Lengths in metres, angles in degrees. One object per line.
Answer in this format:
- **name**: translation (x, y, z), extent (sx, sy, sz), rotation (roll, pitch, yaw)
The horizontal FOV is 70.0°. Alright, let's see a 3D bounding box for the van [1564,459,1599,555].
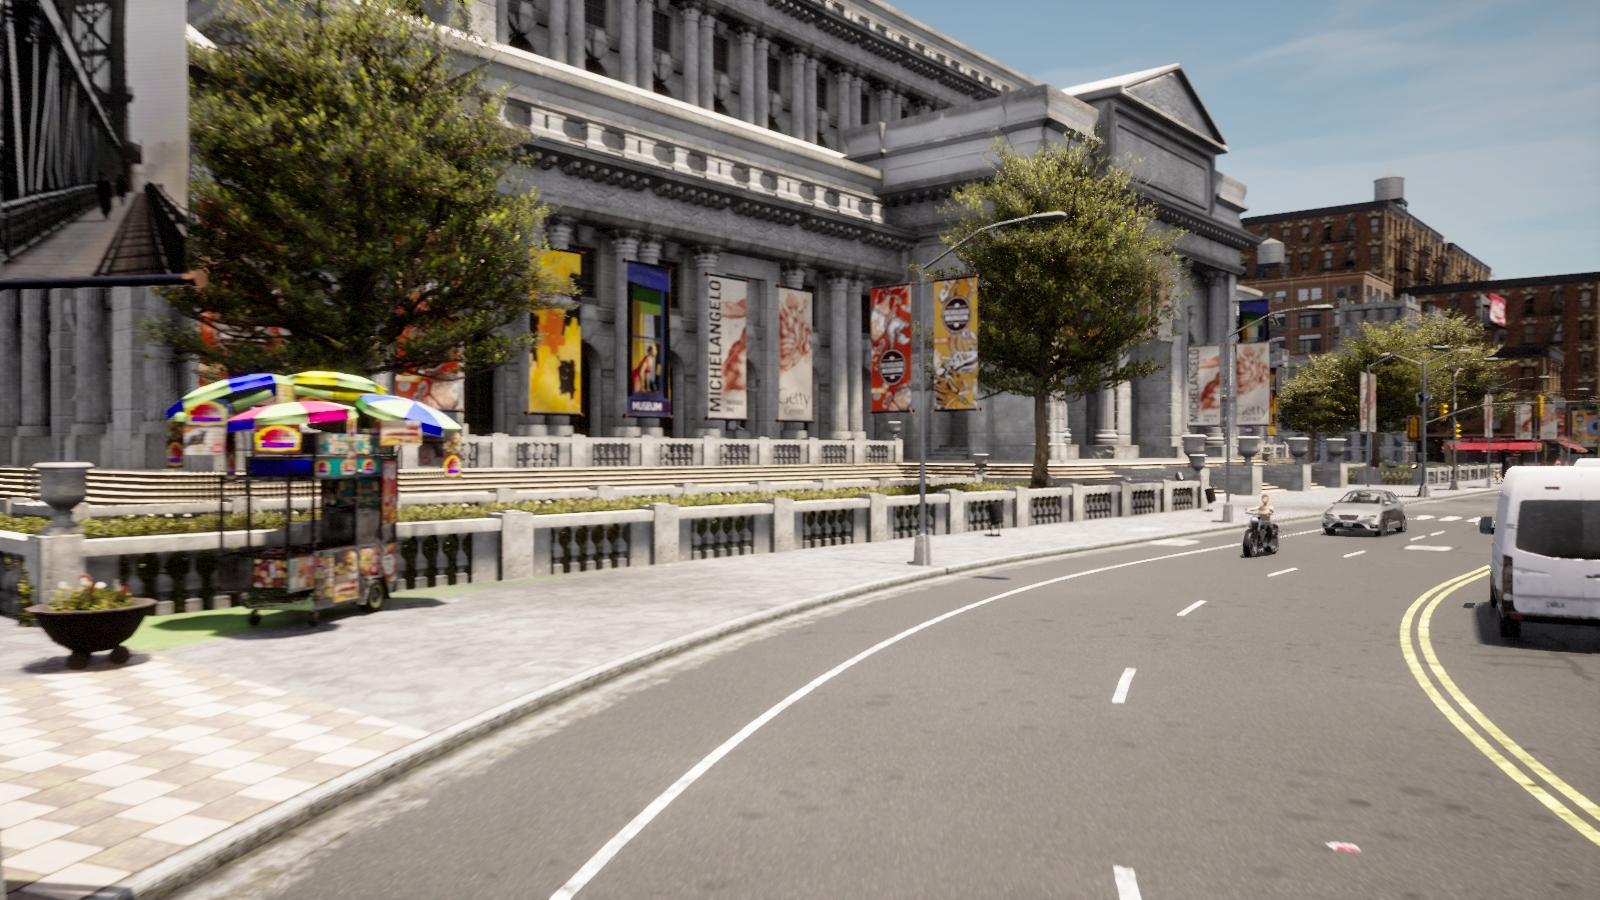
- **van**: translation (23.407, 1.542, 32.623), extent (1.988, 2.561, 5.915), rotation (0, 0, 40)

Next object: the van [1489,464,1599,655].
- **van**: translation (12.324, 1.539, 18.363), extent (1.988, 2.561, 5.915), rotation (0, 0, 30)

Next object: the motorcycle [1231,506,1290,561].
- **motorcycle**: translation (12.202, 2.174, 30.233), extent (0.764, 1.277, 2.356), rotation (1, 0, 40)

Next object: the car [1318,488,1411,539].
- **car**: translation (18.856, 2.073, 38.101), extent (1.816, 1.474, 4.193), rotation (0, 0, 40)
